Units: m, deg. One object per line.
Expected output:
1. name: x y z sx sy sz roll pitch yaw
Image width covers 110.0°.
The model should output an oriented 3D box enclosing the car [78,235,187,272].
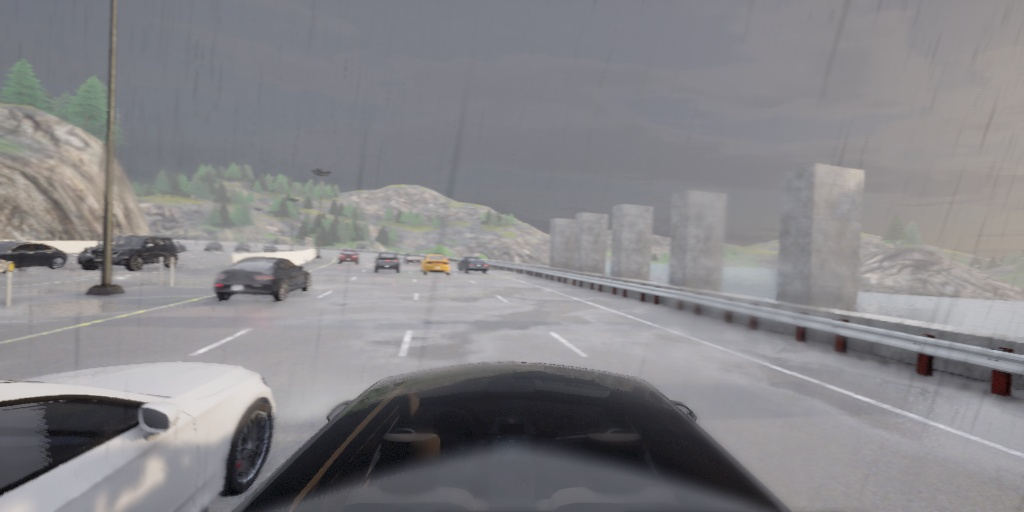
1. car: -22.351 -0.213 21.259 2.150 2.045 5.566 2 0 -18

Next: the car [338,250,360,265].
1. car: -17.158 0.096 37.820 1.812 1.442 4.674 2 1 -23

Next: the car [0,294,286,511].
1. car: -2.697 1.168 1.245 1.812 1.442 4.674 2 1 -10

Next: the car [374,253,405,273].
1. car: -9.902 0.484 28.538 2.128 1.511 4.902 2 1 -19

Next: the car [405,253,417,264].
1. car: -12.257 0.295 44.185 1.895 1.301 4.718 2 1 -23

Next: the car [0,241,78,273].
1. car: -24.944 0.007 17.757 1.837 1.490 4.892 2 0 -18

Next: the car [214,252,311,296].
1. car: -8.907 0.756 13.149 1.812 1.442 4.674 2 1 -14

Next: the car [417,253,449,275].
1. car: -6.155 0.628 28.401 1.882 1.535 5.008 2 1 -18

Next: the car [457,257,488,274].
1. car: -3.543 0.766 31.611 2.033 1.411 5.357 2 1 -19
